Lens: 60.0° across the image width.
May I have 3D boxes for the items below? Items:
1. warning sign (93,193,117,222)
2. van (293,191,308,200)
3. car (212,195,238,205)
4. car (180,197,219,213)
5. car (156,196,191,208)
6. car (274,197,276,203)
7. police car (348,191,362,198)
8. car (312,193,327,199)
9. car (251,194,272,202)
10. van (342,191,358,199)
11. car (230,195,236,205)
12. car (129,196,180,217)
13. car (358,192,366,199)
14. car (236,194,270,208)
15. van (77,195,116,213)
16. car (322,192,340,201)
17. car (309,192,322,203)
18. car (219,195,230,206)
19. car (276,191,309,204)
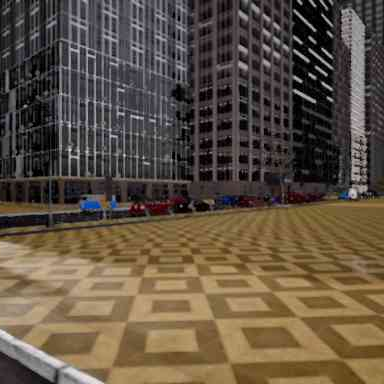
[{"bbox_3d":[-5.905,1.012,22.524,1.300,1.860,1.060,0,0,41],"label":"warning sign"},{"bbox_3d":[23.831,0.736,73.113,1.690,1.788,3.998,1,1,41],"label":"van"},{"bbox_3d":[5.170,1.197,51.647,1.947,1.339,4.313,1,1,41],"label":"car"},{"bbox_3d":[0.339,1.357,33.211,1.947,1.339,4.313,1,1,41],"label":"car"},{"bbox_3d":[-2.299,1.271,43.066,1.887,1.381,4.507,1,1,41],"label":"car"},{"bbox_3d":[15.048,1.098,54.346,1.812,1.442,4.674,0,1,41],"label":"car"},{"bbox_3d":[40.223,0.691,81.939,1.930,1.638,5.238,0,1,41],"label":"police car"},{"bbox_3d":[31.294,0.868,81.704,1.947,1.339,4.313,1,1,41],"label":"car"},{"bbox_3d":[12.635,1.103,60.234,1.947,1.339,4.313,1,1,41],"label":"car"},{"bbox_3d":[33.875,0.707,71.894,1.690,1.788,3.998,1,1,41],"label":"van"},{"bbox_3d":[7.682,1.166,45.812,1.837,1.490,4.892,0,-1,42],"label":"car"},{"bbox_3d":[-3.350,1.278,28.880,1.967,1.590,4.097,1,1,41],"label":"car"},{"bbox_3d":[37.606,0.870,76.191,2.008,1.369,4.403,1,1,41],"label":"car"},{"bbox_3d":[7.752,1.278,41.841,1.802,1.307,4.206,1,1,41],"label":"car"},{"bbox_3d":[-9.846,1.162,34.550,1.690,1.788,3.998,1,1,41],"label":"van"},{"bbox_3d":[26.522,0.983,63.437,1.752,1.417,4.829,1,1,41],"label":"car"},{"bbox_3d":[18.948,0.869,54.719,2.192,1.841,5.009,1,1,41],"label":"car"},{"bbox_3d":[5.611,1.134,48.145,1.882,1.535,5.008,0,0,41],"label":"car"},{"bbox_3d":[15.216,0.916,50.425,2.192,1.841,5.009,1,1,41],"label":"car"}]
